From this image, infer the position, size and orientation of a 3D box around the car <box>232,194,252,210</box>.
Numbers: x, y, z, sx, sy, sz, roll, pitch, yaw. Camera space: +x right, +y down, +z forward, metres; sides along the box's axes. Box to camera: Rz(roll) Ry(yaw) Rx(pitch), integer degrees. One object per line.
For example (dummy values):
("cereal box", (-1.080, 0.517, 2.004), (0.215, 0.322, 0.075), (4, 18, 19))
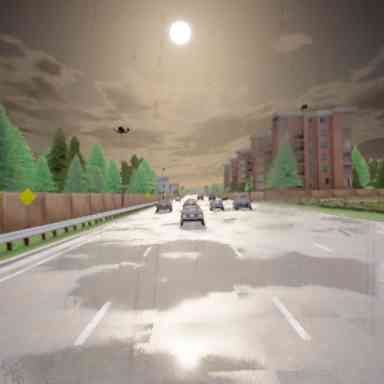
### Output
("car", (6.827, 1.504, 45.934), (2.097, 1.767, 4.553), (-1, 0, 0))

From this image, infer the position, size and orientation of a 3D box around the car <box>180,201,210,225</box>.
("car", (0.016, 1.727, 25.797), (2.033, 1.411, 5.357), (-1, 0, 0))

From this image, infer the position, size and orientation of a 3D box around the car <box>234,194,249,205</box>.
("car", (10.098, 1.456, 68.571), (2.150, 2.045, 5.566), (-1, 0, -1))

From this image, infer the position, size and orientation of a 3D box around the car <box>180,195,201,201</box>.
("car", (-0.172, 1.678, 46.294), (2.097, 1.767, 4.553), (-1, 0, 0))

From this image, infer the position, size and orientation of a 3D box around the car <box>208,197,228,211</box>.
("car", (3.332, 1.782, 45.287), (2.033, 1.411, 5.357), (-1, 0, 0))

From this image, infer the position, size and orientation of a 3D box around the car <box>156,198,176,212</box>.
("car", (-3.660, 1.756, 45.165), (2.097, 1.767, 4.553), (-1, 0, 0))
